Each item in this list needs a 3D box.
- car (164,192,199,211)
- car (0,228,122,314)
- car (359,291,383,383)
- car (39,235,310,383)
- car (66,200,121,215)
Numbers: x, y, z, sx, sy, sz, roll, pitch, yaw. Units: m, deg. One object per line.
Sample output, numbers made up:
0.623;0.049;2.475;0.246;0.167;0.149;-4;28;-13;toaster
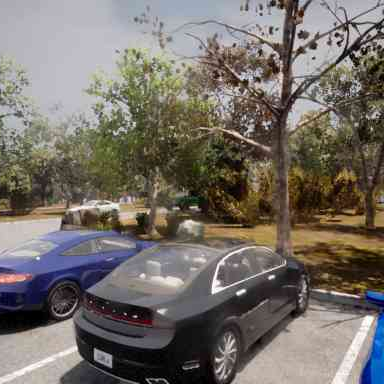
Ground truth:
-0.737;0.945;36.796;2.150;2.045;5.566;-3;-1;35;car
-2.202;1.525;7.385;2.002;1.452;4.674;0;0;36;car
3.134;1.479;3.587;2.097;1.535;5.008;0;0;36;car
0.463;1.483;5.480;2.231;1.521;4.892;0;0;36;car
-7.791;1.401;26.693;1.812;1.442;4.674;-3;-1;34;car
